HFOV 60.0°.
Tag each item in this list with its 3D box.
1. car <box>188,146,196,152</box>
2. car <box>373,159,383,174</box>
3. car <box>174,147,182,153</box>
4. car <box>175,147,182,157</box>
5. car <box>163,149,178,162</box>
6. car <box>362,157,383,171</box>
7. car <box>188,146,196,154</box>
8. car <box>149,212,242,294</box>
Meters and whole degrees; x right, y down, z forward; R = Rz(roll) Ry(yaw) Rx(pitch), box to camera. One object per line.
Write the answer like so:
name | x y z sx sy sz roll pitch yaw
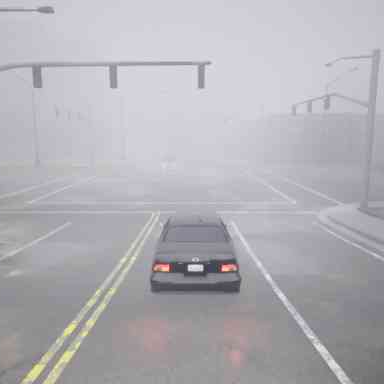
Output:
car | 0.017 -11.833 91.167 1.994 1.385 4.181 0 9 0
car | 21.600 -2.394 33.918 4.718 1.301 1.895 0 9 0
car | -3.484 -10.535 83.179 1.837 1.490 4.892 0 9 0
car | -3.487 -8.108 68.616 2.033 1.411 5.357 0 9 0
car | -3.575 -5.497 52.488 1.812 1.442 4.674 0 9 0
car | 21.655 -3.202 37.331 4.553 1.767 2.097 0 9 0
car | 0.016 -10.344 81.109 2.097 1.767 4.553 0 9 0
car | 0.076 1.215 8.422 2.033 1.411 5.357 0 4 0
